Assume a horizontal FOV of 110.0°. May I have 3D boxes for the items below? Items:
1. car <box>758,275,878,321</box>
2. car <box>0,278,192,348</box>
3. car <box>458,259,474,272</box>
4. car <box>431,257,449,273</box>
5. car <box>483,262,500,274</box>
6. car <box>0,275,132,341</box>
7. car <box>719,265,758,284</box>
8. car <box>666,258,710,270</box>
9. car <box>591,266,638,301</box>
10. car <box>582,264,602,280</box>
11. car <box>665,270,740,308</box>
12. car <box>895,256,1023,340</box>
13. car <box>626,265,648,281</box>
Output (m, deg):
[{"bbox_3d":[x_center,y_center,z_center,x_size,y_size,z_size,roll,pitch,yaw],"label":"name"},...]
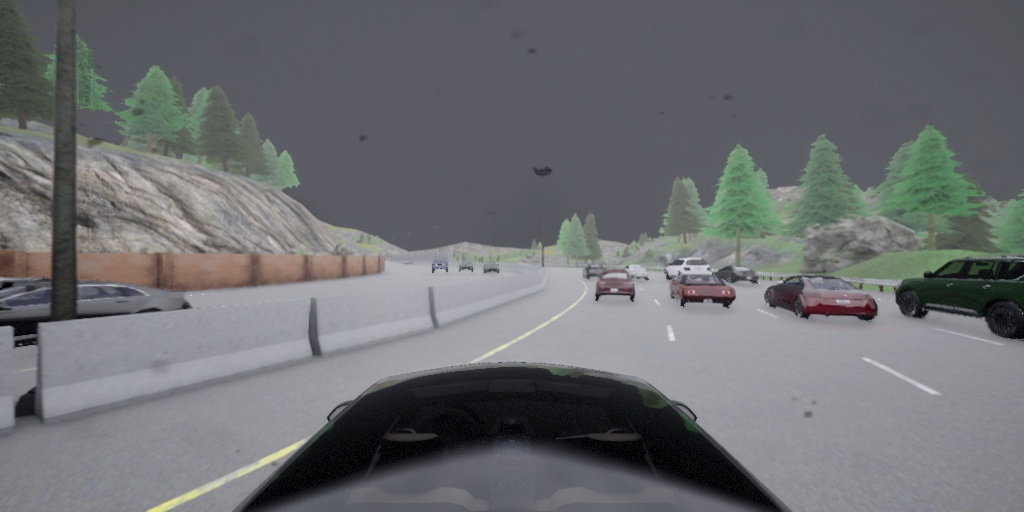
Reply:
[{"bbox_3d":[10.865,1.389,12.959,1.994,1.385,4.181,0,0,19],"label":"car"},{"bbox_3d":[-10.316,1.318,7.948,2.128,1.511,4.902,0,-1,27],"label":"car"},{"bbox_3d":[-6.398,1.260,49.917,2.097,1.767,4.553,0,-1,-9],"label":"car"},{"bbox_3d":[-9.848,1.132,49.328,2.150,2.045,5.566,0,-1,-9],"label":"car"},{"bbox_3d":[-2.937,1.602,50.445,2.097,1.767,4.553,0,-1,-9],"label":"car"},{"bbox_3d":[-13.573,1.350,9.227,1.837,1.490,4.892,0,0,27],"label":"car"},{"bbox_3d":[18.037,1.476,29.088,1.812,1.442,4.674,0,0,8],"label":"car"},{"bbox_3d":[14.703,1.190,30.225,2.150,2.045,5.566,0,0,7],"label":"car"},{"bbox_3d":[5.284,1.411,18.440,1.812,1.442,4.674,0,-1,16],"label":"car"},{"bbox_3d":[8.096,1.519,35.506,2.128,1.511,4.902,0,-1,4],"label":"car"},{"bbox_3d":[8.222,1.458,15.959,1.895,1.301,4.718,0,-1,17],"label":"car"},{"bbox_3d":[13.571,1.014,9.903,2.150,2.045,5.566,0,-1,20],"label":"car"},{"bbox_3d":[11.487,1.533,33.929,1.812,1.442,4.674,0,-1,5],"label":"car"}]
